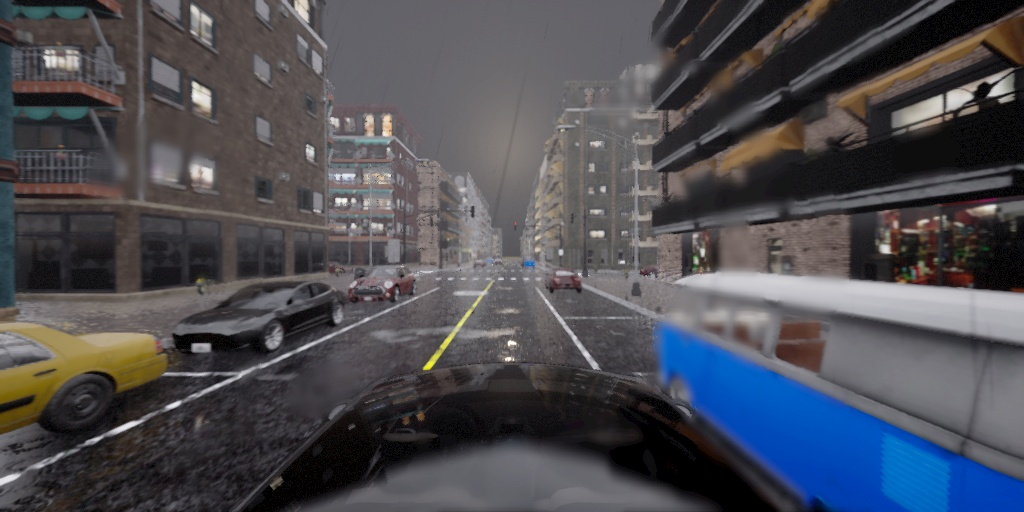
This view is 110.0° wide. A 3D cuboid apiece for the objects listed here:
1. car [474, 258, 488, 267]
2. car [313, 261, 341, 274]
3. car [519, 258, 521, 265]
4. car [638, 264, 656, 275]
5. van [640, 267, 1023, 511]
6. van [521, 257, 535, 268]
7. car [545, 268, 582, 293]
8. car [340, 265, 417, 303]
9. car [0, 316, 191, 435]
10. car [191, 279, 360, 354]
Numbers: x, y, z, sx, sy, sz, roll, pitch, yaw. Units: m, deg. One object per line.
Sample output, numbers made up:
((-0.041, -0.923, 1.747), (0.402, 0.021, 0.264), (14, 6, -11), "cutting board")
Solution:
((-5.821, 1.303, 63.488), (1.802, 1.307, 4.207), (0, 0, 0), "car")
((-17.733, 1.176, 35.228), (4.207, 1.307, 1.802), (0, 0, 0), "car")
((2.746, 1.035, 63.435), (2.192, 1.841, 5.009), (0, 0, 0), "car")
((14.720, 1.457, 35.160), (4.507, 1.381, 1.888), (0, 0, 0), "car")
((2.691, 1.088, 3.058), (1.690, 1.789, 3.998), (0, 0, 0), "van")
((2.833, 1.056, 57.939), (1.690, 1.789, 3.998), (0, 0, 0), "van")
((2.802, 1.302, 20.038), (1.802, 1.307, 4.207), (0, 0, 0), "car")
((-5.730, 1.165, 16.259), (1.967, 1.591, 4.097), (0, 0, 0), "car")
((-5.690, 1.273, 2.917), (1.751, 1.417, 4.829), (0, 0, 0), "car")
((-5.689, 1.302, 8.749), (1.948, 1.339, 4.313), (0, 0, 0), "car")
